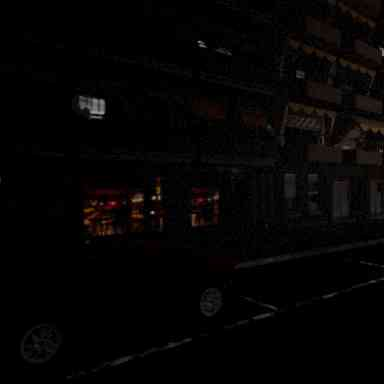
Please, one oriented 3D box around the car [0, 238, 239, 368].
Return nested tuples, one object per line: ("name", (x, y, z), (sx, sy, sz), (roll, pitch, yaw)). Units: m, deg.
("car", (-1.200, 1.545, 5.718), (4.507, 1.381, 1.887), (0, -1, -35))
